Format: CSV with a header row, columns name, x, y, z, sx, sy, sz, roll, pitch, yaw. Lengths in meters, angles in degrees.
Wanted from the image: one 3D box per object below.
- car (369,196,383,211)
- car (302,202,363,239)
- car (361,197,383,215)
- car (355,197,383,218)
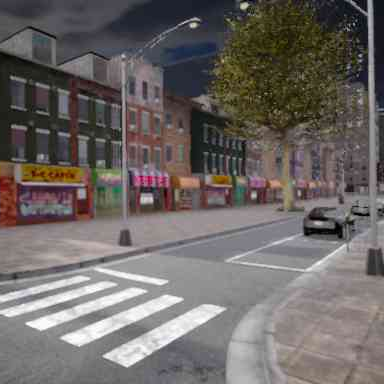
name,x,y,z,sx,sy,sz,roll,pitch,yaw
car,19.319,1.116,33.573,1.947,1.339,4.313,0,1,36
car,6.678,1.366,16.047,1.947,1.339,4.313,0,1,36
car,16.159,1.193,29.191,1.802,1.307,4.206,0,1,36
car,12.998,1.239,24.810,1.947,1.339,4.313,0,1,36
